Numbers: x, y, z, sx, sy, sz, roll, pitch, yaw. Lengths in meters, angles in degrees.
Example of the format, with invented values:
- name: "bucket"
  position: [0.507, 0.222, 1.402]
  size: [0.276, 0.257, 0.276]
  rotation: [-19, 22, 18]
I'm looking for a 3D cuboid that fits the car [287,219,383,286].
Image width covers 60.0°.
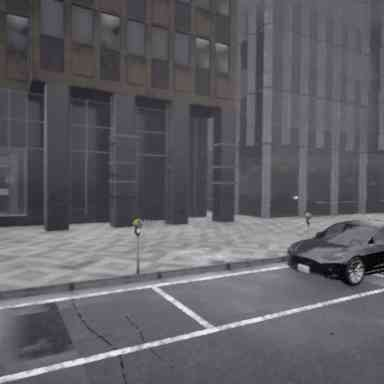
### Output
- name: "car"
  position: [4.551, 1.439, 8.919]
  size: [4.313, 1.339, 1.947]
  rotation: [0, 1, -29]
